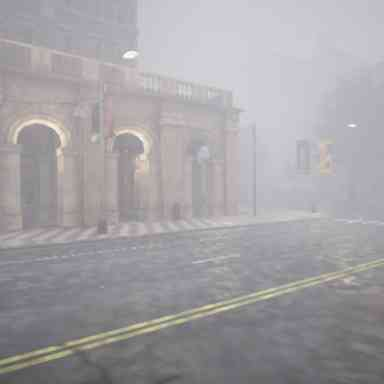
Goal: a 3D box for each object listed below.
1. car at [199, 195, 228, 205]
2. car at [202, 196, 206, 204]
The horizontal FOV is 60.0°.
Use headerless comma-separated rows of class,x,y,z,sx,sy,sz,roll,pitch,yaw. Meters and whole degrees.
car,3.283,1.195,52.298,1.882,1.535,5.008,-1,0,-36
car,0.900,1.340,50.202,1.895,1.301,4.718,-1,0,-36
